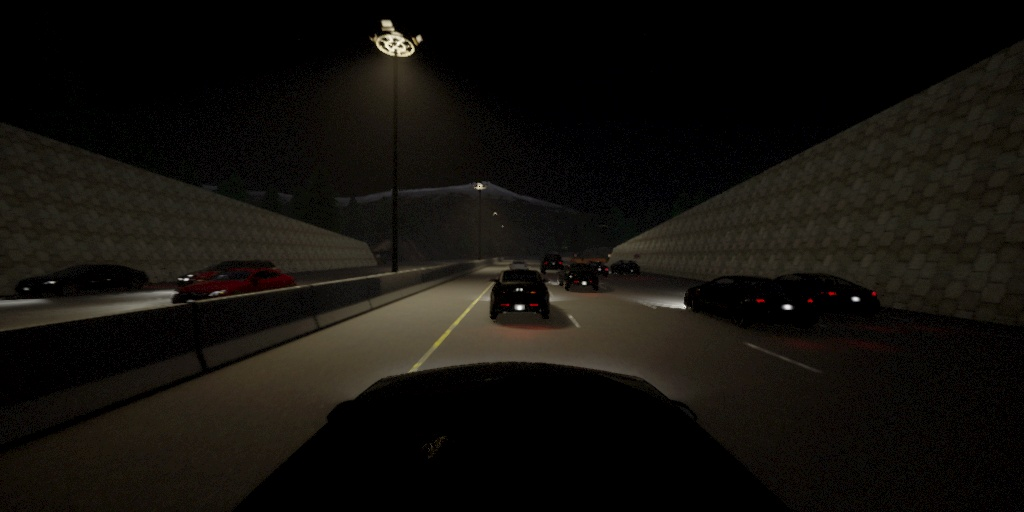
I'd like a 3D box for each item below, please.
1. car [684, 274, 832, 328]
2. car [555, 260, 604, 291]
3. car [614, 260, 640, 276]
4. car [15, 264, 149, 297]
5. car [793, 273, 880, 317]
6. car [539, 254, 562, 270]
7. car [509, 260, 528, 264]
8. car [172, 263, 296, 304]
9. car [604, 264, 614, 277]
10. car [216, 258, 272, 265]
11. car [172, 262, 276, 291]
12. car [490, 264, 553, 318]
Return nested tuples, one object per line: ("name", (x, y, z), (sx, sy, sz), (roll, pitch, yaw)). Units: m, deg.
("car", (7.241, 1.305, 11.378), (1.994, 1.385, 4.181), (0, 0, 1))
("car", (3.919, 1.192, 21.651), (1.837, 1.490, 4.892), (0, 0, 1))
("car", (11.163, 1.151, 35.688), (2.128, 1.511, 4.902), (0, 0, 1))
("car", (-20.838, 1.127, 17.735), (1.812, 1.442, 4.674), (0, 0, 1))
("car", (10.772, 1.312, 13.205), (1.994, 1.385, 4.181), (0, 0, 1))
("car", (4.218, 0.842, 38.704), (2.150, 2.045, 5.566), (0, 0, 1))
("car", (0.665, 1.143, 35.771), (1.812, 1.442, 4.674), (0, 0, 1))
("car", (-10.404, 1.185, 13.933), (1.812, 1.442, 4.674), (0, 0, 1))
("car", (7.626, 1.201, 33.538), (2.033, 1.411, 5.357), (0, 0, 1))
("car", (-13.840, 0.980, 18.105), (2.097, 1.767, 4.553), (0, 0, 1))
("car", (-17.273, 1.146, 21.989), (2.033, 1.411, 5.357), (0, 0, 1))
("car", (0.263, 1.212, 12.691), (1.837, 1.490, 4.892), (0, 0, 1))
